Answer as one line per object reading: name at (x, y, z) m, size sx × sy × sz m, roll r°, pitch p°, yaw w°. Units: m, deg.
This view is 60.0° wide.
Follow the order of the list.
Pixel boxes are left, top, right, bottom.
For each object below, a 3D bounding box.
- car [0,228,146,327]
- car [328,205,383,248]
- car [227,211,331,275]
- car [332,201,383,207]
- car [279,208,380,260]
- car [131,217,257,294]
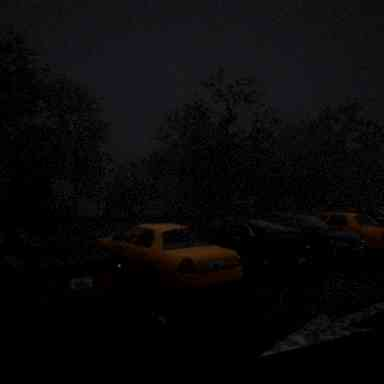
car at (-3.130, 1.510, 7.249) m, size 2.163 × 1.488 × 4.792 m, roll 0°, pitch 0°, yaw -36°
car at (5.819, 1.480, 13.826) m, size 1.946 × 1.575 × 5.366 m, roll 0°, pitch 0°, yaw -36°
car at (1.411, 1.483, 10.445) m, size 2.231 × 1.521 × 4.892 m, roll 0°, pitch 0°, yaw -35°
car at (8.169, 1.358, 15.312) m, size 2.185 × 1.767 × 4.553 m, roll 0°, pitch 0°, yaw -36°
car at (3.663, 1.484, 12.067) m, size 2.231 × 1.521 × 4.892 m, roll 0°, pitch 0°, yaw -36°
car at (-0.961, 1.478, 8.989) m, size 1.946 × 1.575 × 5.366 m, roll 0°, pitch 0°, yaw -36°
